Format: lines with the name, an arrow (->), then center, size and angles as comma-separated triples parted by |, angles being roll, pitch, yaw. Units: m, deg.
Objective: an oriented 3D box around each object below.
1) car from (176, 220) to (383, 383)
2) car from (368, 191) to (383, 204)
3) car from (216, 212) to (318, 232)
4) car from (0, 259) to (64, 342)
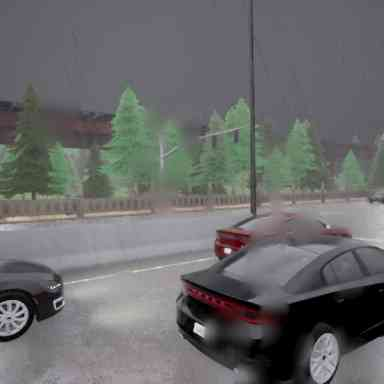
car -> 2.119, 1.420, 5.323 | 5.008, 1.535, 1.882 | -1, 1, -35
car -> 24.949, 0.684, 43.422 | 4.892, 1.490, 1.837 | -1, 1, -36
car -> 2.961, 1.356, 10.211 | 5.008, 1.535, 1.882 | -1, 1, -35
car -> -4.462, 1.504, 4.867 | 4.892, 1.490, 1.837 | 0, 0, -35
